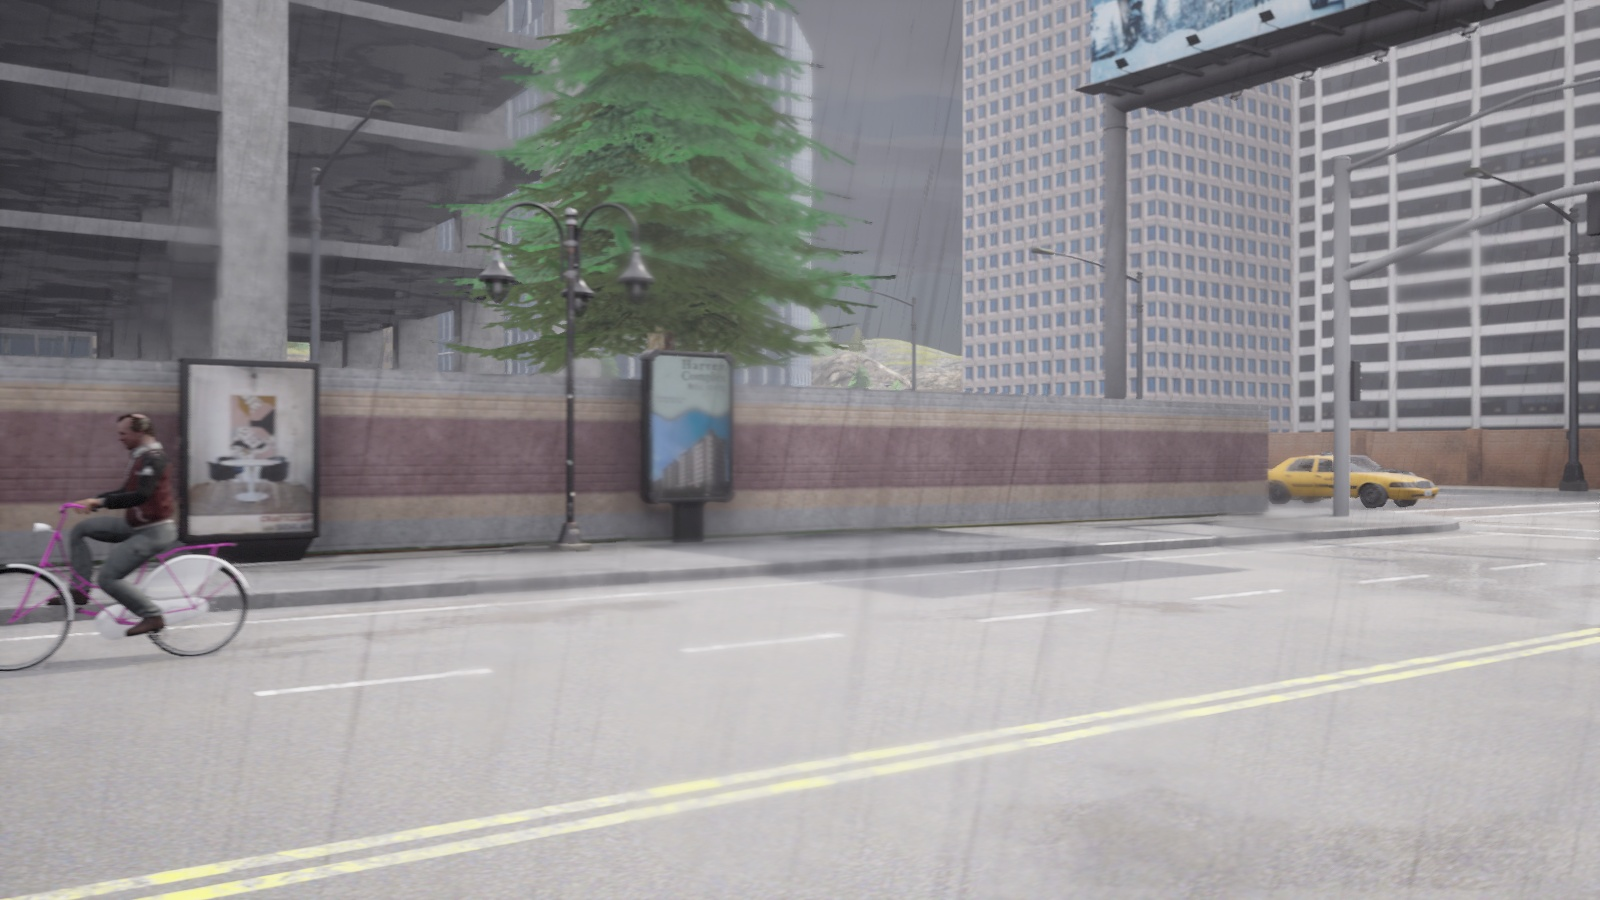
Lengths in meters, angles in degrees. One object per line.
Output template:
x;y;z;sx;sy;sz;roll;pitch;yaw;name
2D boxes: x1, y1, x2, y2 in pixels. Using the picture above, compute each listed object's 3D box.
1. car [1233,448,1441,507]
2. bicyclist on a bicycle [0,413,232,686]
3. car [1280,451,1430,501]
15.267;0.739;36.034;1.801;1.575;5.366;0;0;-35;car
-4.989;0.647;8.682;1.843;1.776;0.659;0;0;-34;bicyclist on a bicycle
17.288;0.770;39.269;1.970;1.475;3.806;0;0;-34;car
